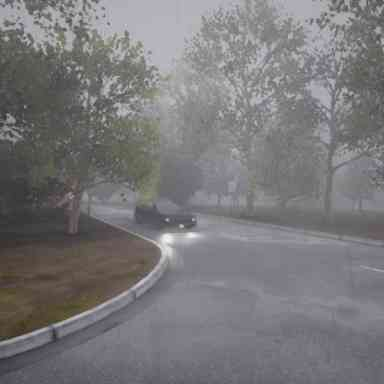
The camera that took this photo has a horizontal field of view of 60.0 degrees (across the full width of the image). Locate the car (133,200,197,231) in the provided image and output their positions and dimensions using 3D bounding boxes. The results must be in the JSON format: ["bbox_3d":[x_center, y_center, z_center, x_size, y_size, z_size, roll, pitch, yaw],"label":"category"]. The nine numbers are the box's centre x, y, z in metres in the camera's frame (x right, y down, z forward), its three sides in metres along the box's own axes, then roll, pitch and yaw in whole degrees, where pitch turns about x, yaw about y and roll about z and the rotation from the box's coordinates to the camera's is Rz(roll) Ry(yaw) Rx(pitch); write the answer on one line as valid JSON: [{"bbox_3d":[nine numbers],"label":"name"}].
[{"bbox_3d":[-1.674,1.175,18.090,2.033,1.411,5.357,1,0,-27],"label":"car"}]
